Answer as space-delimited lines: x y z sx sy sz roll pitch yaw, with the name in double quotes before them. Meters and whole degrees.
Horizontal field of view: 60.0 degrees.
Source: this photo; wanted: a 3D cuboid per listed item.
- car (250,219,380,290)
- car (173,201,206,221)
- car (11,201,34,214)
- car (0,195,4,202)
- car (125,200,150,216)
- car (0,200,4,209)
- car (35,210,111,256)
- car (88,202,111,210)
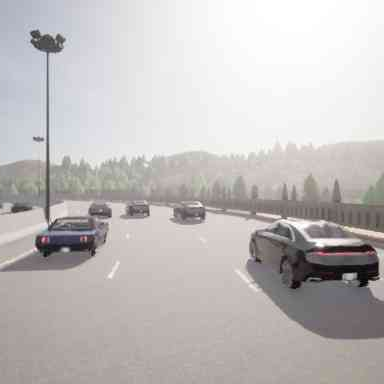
"car" 2.978 1.488 9.137 2.128 1.511 4.902 0 0 -5
"car" -0.273 1.482 27.387 2.128 1.511 4.902 0 0 -15
"car" -17.510 1.590 34.460 1.895 1.301 4.718 0 0 -22
"car" -40.350 1.274 68.044 4.718 1.301 1.895 0 0 44
"car" -5.309 1.480 32.073 2.128 1.511 4.902 0 0 -18
"car" -25.584 1.550 43.166 1.994 1.385 4.181 0 0 -29
"car" -4.457 1.597 13.105 1.895 1.301 4.718 0 0 -8
"car" -8.474 1.554 30.453 1.994 1.385 4.181 0 0 -18
